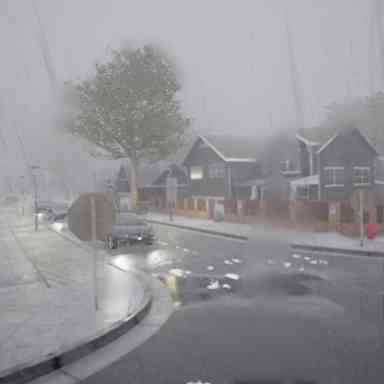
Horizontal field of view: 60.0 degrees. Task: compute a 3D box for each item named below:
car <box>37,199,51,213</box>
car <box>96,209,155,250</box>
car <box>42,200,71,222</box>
[{"bbox_3d":[-17.225,1.607,39.242,1.837,1.490,4.892,-2,1,-28],"label":"car"},{"bbox_3d":[-3.363,1.615,15.413,1.837,1.490,4.892,-2,2,-31],"label":"car"},{"bbox_3d":[-11.008,1.644,28.087,2.033,1.411,5.357,-2,1,-30],"label":"car"}]
